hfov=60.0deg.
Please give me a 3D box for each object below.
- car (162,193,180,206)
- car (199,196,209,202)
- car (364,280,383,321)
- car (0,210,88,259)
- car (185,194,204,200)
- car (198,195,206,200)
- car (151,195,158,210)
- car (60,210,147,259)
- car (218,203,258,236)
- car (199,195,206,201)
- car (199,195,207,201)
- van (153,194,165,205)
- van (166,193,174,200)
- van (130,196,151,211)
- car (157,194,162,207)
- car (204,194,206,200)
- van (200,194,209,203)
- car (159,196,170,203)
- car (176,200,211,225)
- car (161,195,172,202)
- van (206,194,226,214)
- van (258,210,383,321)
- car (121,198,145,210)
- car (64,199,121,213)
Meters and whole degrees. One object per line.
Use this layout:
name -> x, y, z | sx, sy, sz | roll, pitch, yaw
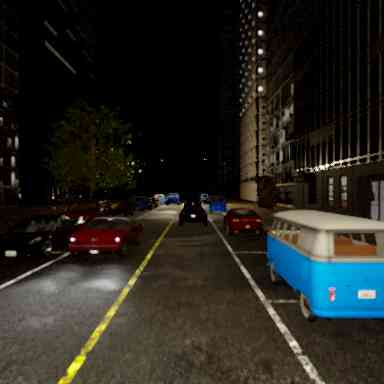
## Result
car -> -3.087, 1.191, 53.891 | 2.150, 2.045, 5.566 | 0, 0, 0
car -> 2.667, 1.501, 74.990 | 1.947, 1.339, 4.313 | 0, 0, 0
car -> 2.689, 1.582, 1.300 | 1.802, 1.307, 4.206 | 0, 0, 0
car -> -5.695, 1.561, 12.634 | 1.947, 1.339, 4.313 | 0, 0, 0
car -> 0.085, 1.334, 42.338 | 2.097, 1.767, 4.553 | 0, 0, 0
car -> 2.662, 1.449, 91.995 | 2.008, 1.369, 4.403 | 0, 0, 0
car -> -5.704, 1.423, 40.975 | 1.967, 1.590, 4.097 | 0, 0, 0
car -> -3.106, 1.596, 12.792 | 1.895, 1.301, 4.718 | 0, 0, 0
car -> 2.684, 1.538, 18.305 | 1.887, 1.381, 4.507 | 0, 0, 0
car -> 2.664, 1.437, 86.498 | 1.752, 1.417, 4.829 | 0, 0, 0
car -> 2.665, 1.490, 80.659 | 1.947, 1.339, 4.313 | 0, 0, 0
van -> -5.708, 1.305, 57.981 | 1.690, 1.788, 3.998 | 0, 0, 0
van -> -5.716, 1.253, 86.323 | 1.690, 1.788, 3.998 | 0, 0, 0
van -> -5.702, 1.328, 35.307 | 1.690, 1.788, 3.998 | 0, 0, 0
car -> -5.705, 1.418, 46.643 | 1.967, 1.590, 4.097 | 0, 0, 0
car -> 2.672, 1.530, 57.984 | 1.947, 1.339, 4.313 | 0, 0, 0
van -> 2.669, 1.287, 69.321 | 1.690, 1.788, 3.998 | 0, 0, 0
car -> -5.712, 1.471, 69.149 | 1.752, 1.417, 4.829 | 0, 0, 0
car -> 0.091, 1.556, 24.088 | 1.994, 1.385, 4.181 | 0, 0, 0
car -> -5.714, 1.486, 74.986 | 2.008, 1.369, 4.403 | 0, 0, 0
van -> 2.679, 1.328, 35.309 | 1.690, 1.788, 3.998 | 0, 0, 0
van -> 2.687, 1.339, 6.969 | 1.690, 1.788, 3.998 | 0, 0, 0
car -> -5.700, 1.534, 29.637 | 1.887, 1.381, 4.507 | 0, 0, 0
car -> -5.697, 1.308, 18.302 | 2.192, 1.841, 5.009 | 0, 0, 0
